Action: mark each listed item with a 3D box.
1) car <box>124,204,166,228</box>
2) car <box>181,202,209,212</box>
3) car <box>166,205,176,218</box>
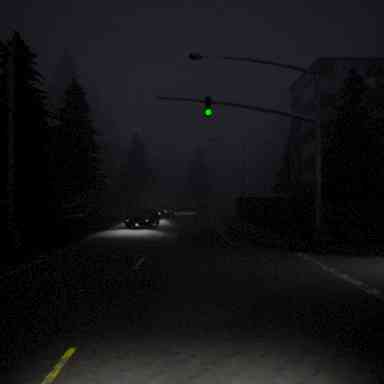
[{"bbox_3d":[-3.523,1.821,24.784,2.033,1.411,5.357,0,-1,3],"label":"car"},{"bbox_3d":[0.516,2.056,46.330,2.033,1.411,5.357,0,-1,28],"label":"car"},{"bbox_3d":[-3.011,1.984,34.778,1.895,1.301,4.718,0,-1,8],"label":"car"}]
